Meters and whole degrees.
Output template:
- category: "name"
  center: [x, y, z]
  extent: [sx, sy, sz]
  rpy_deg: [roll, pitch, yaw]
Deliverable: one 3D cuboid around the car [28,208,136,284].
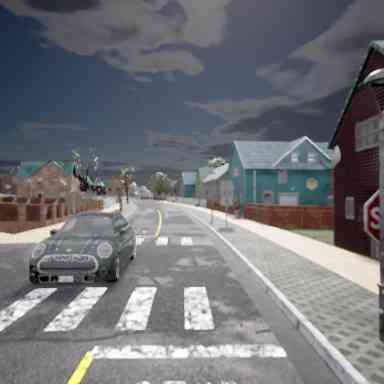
- category: "car"
  center: [-2.962, 1.429, 9.898]
  extent: [2.097, 1.767, 4.553]
  rpy_deg: [0, 0, -2]
